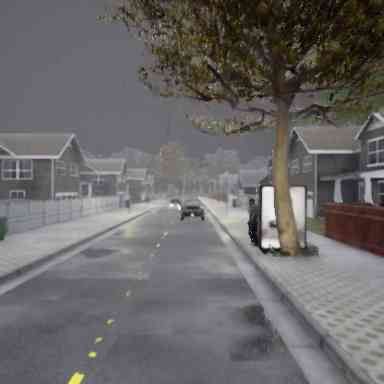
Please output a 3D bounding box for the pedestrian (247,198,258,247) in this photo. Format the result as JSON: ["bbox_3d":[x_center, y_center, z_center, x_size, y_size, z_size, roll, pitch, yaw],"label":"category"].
[{"bbox_3d":[2.244,1.098,12.275,0.375,1.860,0.375,0,1,-8],"label":"pedestrian"}]

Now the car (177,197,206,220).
[{"bbox_3d":[0.053,1.415,26.805,1.837,1.490,4.892,0,0,0],"label":"car"}]

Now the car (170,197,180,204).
[{"bbox_3d":[-2.806,1.435,57.569,1.895,1.301,4.718,0,0,1],"label":"car"}]

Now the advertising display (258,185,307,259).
[{"bbox_3d":[3.016,0.985,11.099,1.540,2.440,0.280,0,1,0],"label":"advertising display"}]
